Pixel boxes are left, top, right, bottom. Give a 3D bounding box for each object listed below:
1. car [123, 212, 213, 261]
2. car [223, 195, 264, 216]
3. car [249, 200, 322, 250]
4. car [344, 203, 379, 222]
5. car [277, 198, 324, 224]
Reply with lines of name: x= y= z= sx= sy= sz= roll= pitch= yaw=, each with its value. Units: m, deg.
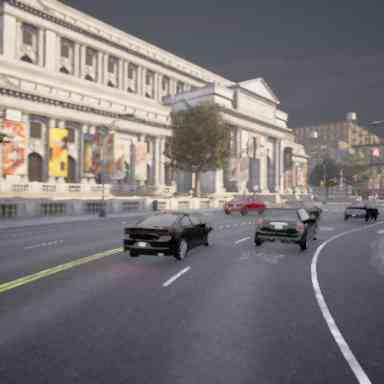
car: x=-0.661 y=1.473 z=12.554 sx=1.882 sy=1.535 sz=5.008 roll=0 pitch=0 yaw=21
car: x=5.446 y=1.284 z=34.020 sx=2.150 sy=2.045 sz=5.566 roll=1 pitch=0 yaw=41
car: x=4.384 y=1.404 z=15.049 sx=2.097 sy=1.767 sz=4.553 roll=1 pitch=0 yaw=27
car: x=14.320 y=1.654 z=28.054 sx=2.128 sy=1.511 sz=4.902 roll=1 pitch=0 yaw=40
car: x=8.916 y=1.456 z=27.066 sx=2.097 sy=1.767 sz=4.553 roll=1 pitch=0 yaw=40
